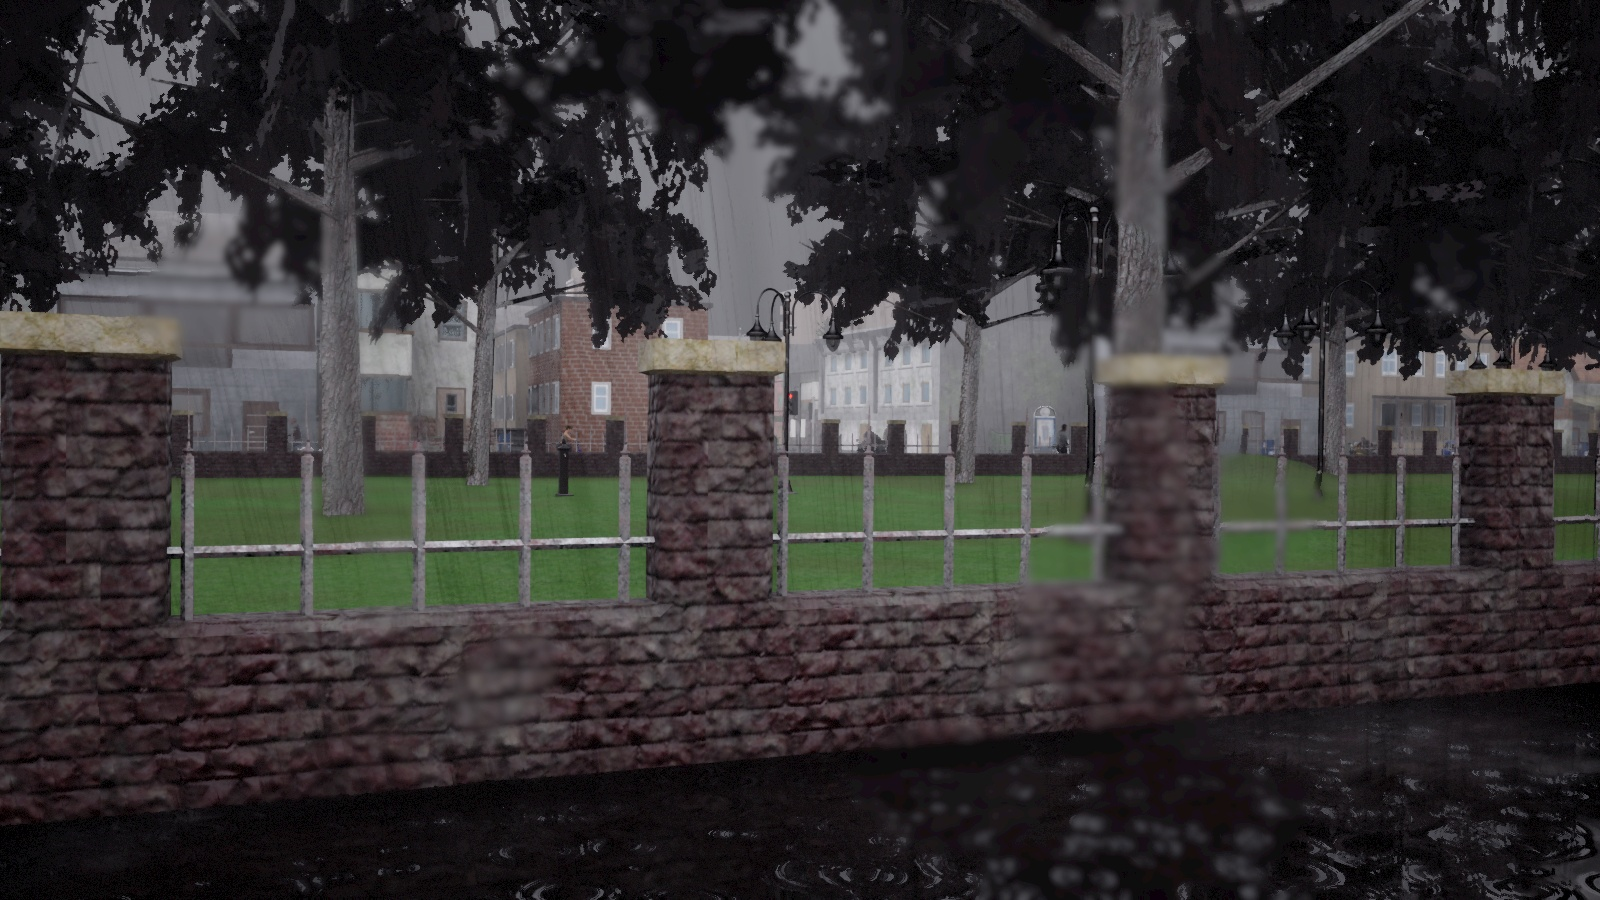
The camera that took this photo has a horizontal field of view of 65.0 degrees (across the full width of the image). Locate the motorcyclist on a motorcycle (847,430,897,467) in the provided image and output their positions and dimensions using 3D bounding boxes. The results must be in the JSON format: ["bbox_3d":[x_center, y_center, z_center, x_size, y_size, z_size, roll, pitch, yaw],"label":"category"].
[{"bbox_3d":[3.111,-0.078,53.919,2.191,1.530,0.866,-2,-1,-45],"label":"motorcyclist on a motorcycle"}]

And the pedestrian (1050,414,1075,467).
[{"bbox_3d":[9.670,-0.350,46.279,0.788,1.949,0.423,-1,1,-21],"label":"pedestrian"}]

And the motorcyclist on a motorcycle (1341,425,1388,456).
[{"bbox_3d":[28.501,-0.507,63.443,2.191,1.530,0.866,-1,1,-21],"label":"motorcyclist on a motorcycle"}]

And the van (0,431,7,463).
[{"bbox_3d":[-50.693,-0.167,77.829,1.775,1.987,4.442,-1,1,-21],"label":"van"}]
